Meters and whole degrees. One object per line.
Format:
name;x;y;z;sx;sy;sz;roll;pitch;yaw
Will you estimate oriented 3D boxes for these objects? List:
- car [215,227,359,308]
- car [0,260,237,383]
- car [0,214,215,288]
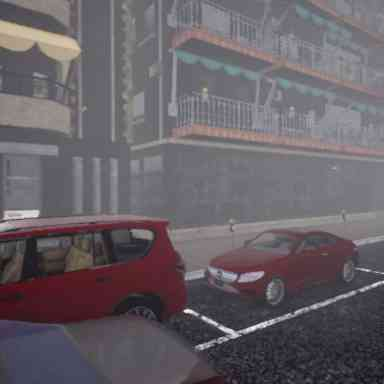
car;2.225;1.497;7.682;4.206;1.307;1.802;-1;1;-36
car;-2.199;1.562;1.494;5.357;1.411;2.033;-1;1;-35
car;-2.369;1.308;4.402;5.009;1.841;2.192;-1;1;-36
